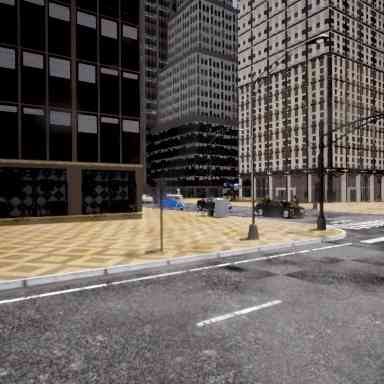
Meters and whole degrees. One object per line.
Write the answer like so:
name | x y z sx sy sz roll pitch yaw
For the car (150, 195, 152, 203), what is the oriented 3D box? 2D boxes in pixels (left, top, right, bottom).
car | -4.755 1.036 57.975 2.192 1.841 5.009 0 0 -34

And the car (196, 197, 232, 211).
car | 2.407 1.362 37.015 2.128 1.511 4.902 -1 1 -34

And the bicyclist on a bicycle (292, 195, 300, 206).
bicyclist on a bicycle | 11.987 1.119 38.432 1.656 1.620 0.582 -1 1 -34

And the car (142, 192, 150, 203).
car | -8.578 1.254 59.002 1.812 1.442 4.674 -1 1 -34

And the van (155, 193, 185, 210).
van | -2.401 1.211 39.514 1.690 1.788 3.998 0 0 -34

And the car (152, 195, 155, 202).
car | -3.242 1.349 45.395 1.812 1.442 4.674 -1 1 -34

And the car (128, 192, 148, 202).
car | -10.955 0.982 67.157 2.192 1.841 5.009 0 0 -34

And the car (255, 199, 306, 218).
car | 7.679 1.420 29.205 1.837 1.490 4.892 -1 1 -34

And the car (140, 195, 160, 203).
car | -7.855 1.239 62.567 1.887 1.381 4.507 0 0 -34
